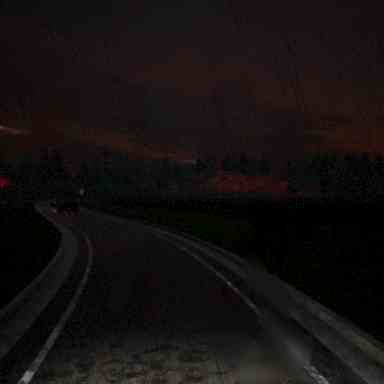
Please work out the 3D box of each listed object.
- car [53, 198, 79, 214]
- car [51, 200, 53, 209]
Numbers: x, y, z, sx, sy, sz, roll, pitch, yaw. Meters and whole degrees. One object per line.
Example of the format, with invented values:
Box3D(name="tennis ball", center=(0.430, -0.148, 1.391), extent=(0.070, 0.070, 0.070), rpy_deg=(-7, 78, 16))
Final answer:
Box3D(name="car", center=(-13.652, 1.506, 36.495), extent=(2.128, 1.511, 4.902), rpy_deg=(0, 0, -26))
Box3D(name="car", center=(-18.453, 1.549, 46.101), extent=(1.812, 1.442, 4.674), rpy_deg=(0, 0, -26))
